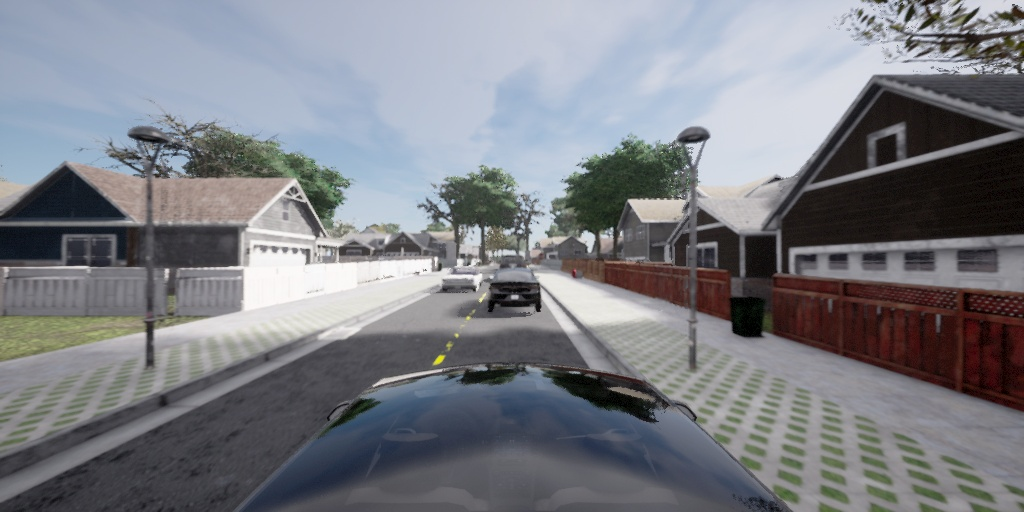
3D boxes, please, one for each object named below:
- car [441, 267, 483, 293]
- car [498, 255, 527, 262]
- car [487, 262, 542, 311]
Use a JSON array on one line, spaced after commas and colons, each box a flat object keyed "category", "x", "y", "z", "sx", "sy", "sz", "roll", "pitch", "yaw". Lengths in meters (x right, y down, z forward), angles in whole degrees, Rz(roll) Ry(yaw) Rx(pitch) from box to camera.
[{"category": "car", "x": -2.758, "y": 1.292, "z": 20.484, "sx": 1.895, "sy": 1.301, "sz": 4.718, "roll": 0, "pitch": 0, "yaw": 0}, {"category": "car", "x": 0.085, "y": 0.909, "z": 29.627, "sx": 2.150, "sy": 2.045, "sz": 5.566, "roll": 0, "pitch": 0, "yaw": 1}, {"category": "car", "x": 0.095, "y": 1.181, "z": 14.124, "sx": 1.882, "sy": 1.535, "sz": 5.008, "roll": 0, "pitch": 0, "yaw": 0}]
